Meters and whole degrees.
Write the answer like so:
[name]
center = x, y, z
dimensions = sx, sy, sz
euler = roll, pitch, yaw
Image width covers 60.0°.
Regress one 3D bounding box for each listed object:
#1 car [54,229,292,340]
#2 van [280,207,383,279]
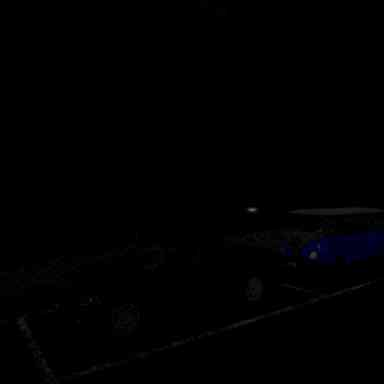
[car]
center = -0.298, 1.551, 6.552
dimensions = 4.507, 1.381, 1.887
euler = 0, 0, -36
[van]
center = 4.310, 1.358, 9.840
dimensions = 3.998, 1.788, 1.690
euler = 0, 0, -36
